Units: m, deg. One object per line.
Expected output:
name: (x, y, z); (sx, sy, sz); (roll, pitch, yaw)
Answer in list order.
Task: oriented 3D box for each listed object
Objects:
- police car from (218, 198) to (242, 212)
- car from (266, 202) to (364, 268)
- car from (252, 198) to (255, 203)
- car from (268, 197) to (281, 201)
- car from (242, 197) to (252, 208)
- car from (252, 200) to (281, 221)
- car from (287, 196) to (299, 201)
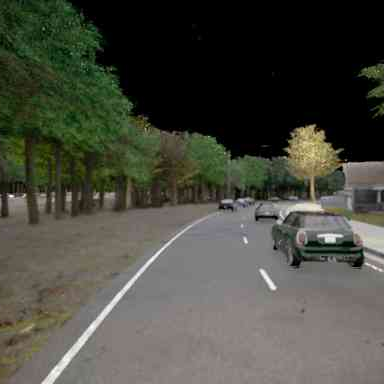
police car: (4.592, 1.582, 41.705); (1.930, 1.638, 5.238); (0, 0, 15)
car: (4.132, 1.413, 11.712); (2.097, 1.767, 4.553); (0, 0, 4)
car: (9.586, 1.658, 56.707); (1.882, 1.535, 5.008); (0, 0, 21)
car: (18.074, 1.717, 72.856); (1.895, 1.301, 4.718); (0, 0, 28)
car: (7.521, 1.697, 51.103); (1.812, 1.442, 4.674); (0, 0, 19)
car: (6.477, 1.702, 28.989); (1.994, 1.385, 4.181); (0, 0, 11)
car: (26.405, 1.697, 86.823); (1.994, 1.385, 4.181); (0, -1, 35)
